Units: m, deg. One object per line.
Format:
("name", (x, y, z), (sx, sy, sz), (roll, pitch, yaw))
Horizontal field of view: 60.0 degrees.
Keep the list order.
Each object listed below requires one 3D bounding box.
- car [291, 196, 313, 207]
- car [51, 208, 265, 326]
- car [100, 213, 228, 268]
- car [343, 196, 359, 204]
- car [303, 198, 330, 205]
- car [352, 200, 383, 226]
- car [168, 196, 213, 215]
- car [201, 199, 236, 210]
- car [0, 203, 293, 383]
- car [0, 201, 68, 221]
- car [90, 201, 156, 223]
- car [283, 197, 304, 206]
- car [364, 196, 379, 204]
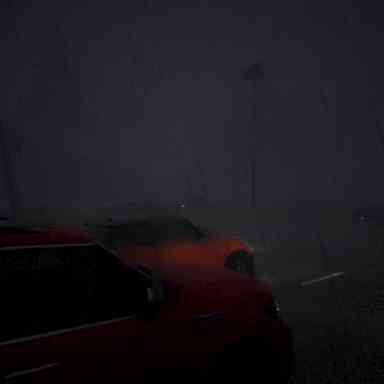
("car", (18.075, 1.539, 54.519), (1.837, 1.490, 4.892), (0, 1, 40))
("car", (-0.628, 1.361, 7.775), (4.553, 1.767, 2.097), (0, 0, -37))
("car", (-0.920, 1.577, 11.949), (4.181, 1.385, 1.994), (0, 0, -37))
("car", (32.480, 1.561, 67.732), (2.128, 1.511, 4.902), (0, 0, 35))
("car", (16.546, 1.519, 42.257), (2.128, 1.511, 4.902), (0, 0, 43))
("car", (13.003, 1.537, 23.657), (4.674, 1.442, 1.812), (0, 0, -43))
("car", (-0.091, 1.388, 35.658), (4.553, 1.767, 2.097), (0, 0, -42))
("car", (3.570, 1.642, 43.741), (4.718, 1.301, 1.895), (0, 0, -43))
("car", (-1.597, 1.226, 2.685), (5.566, 2.045, 2.150), (0, 0, -36))
("car", (-13.740, 1.591, 28.767), (5.357, 1.411, 2.033), (0, 0, -38))
("car", (-5.411, 1.537, 26.467), (4.892, 1.490, 1.837), (0, 0, -39))
("car", (13.595, 1.596, 44.226), (1.994, 1.385, 4.181), (0, 0, 43))
("car", (36.085, 1.556, 66.821), (2.128, 1.511, 4.902), (0, 0, 34))
